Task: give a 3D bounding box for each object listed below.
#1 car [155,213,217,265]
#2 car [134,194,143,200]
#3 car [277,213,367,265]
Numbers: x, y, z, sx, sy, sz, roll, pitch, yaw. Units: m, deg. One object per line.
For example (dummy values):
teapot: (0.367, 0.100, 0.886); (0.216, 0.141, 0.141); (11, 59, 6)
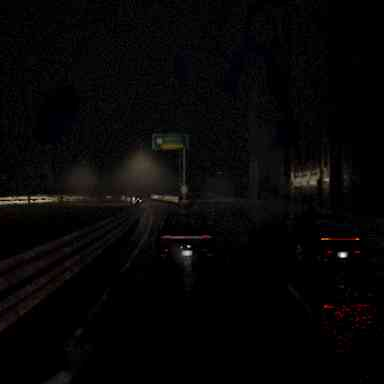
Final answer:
car: (-0.261, 1.487, 11.700); (2.128, 1.511, 4.902); (0, 0, -3)
car: (-12.873, 1.258, 80.130); (1.837, 1.490, 4.892); (0, 0, -13)
car: (4.290, 1.498, 11.678); (1.837, 1.490, 4.892); (0, 0, 2)
